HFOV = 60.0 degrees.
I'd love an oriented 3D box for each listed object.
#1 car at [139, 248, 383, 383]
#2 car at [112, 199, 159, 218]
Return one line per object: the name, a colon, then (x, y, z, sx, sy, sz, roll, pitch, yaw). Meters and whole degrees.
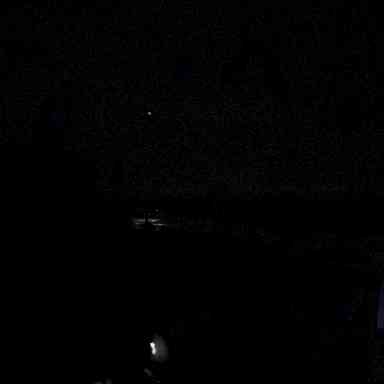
car: (2.065, 1.527, 4.389, 5.357, 1.411, 2.033, 0, 0, -35)
car: (-4.583, 1.237, 26.208, 2.033, 1.411, 5.357, 2, -1, -35)
